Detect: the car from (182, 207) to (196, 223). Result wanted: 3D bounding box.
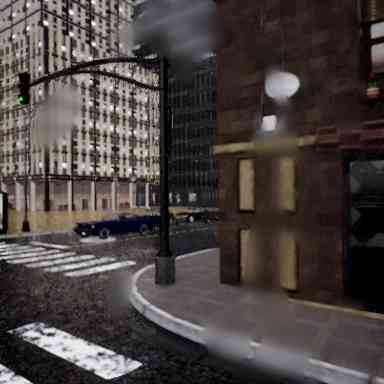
[{"bbox_3d":[0.060,2.045,30.186,2.008,1.369,4.403,-2,-2,35],"label":"car"}]

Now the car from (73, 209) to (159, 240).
[{"bbox_3d":[-4.375,1.894,19.182,1.895,1.301,4.718,-1,-1,36],"label":"car"}]

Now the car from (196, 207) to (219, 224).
[{"bbox_3d":[2.884,2.023,29.461,2.033,1.411,5.357,-1,-1,35],"label":"car"}]

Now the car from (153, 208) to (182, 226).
[{"bbox_3d":[-3.138,1.964,25.626,2.008,1.369,4.403,-2,-2,35],"label":"car"}]
